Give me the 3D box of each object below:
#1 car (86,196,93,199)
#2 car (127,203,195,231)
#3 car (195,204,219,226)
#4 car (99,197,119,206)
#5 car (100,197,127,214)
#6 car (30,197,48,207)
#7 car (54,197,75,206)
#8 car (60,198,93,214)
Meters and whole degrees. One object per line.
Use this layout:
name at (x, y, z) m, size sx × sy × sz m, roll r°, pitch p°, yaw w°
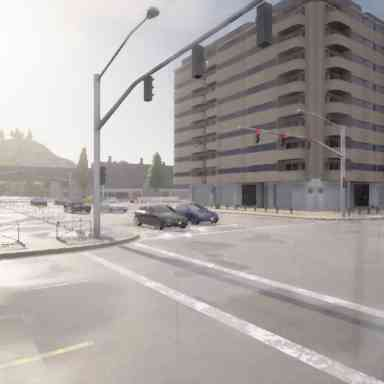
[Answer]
car at (-19.709, 1.533, 64.778) m, size 1.882 × 1.535 × 5.008 m, roll 0°, pitch 0°, yaw -35°
car at (-2.111, 1.560, 21.441) m, size 1.837 × 1.490 × 4.892 m, roll 0°, pitch 0°, yaw -35°
car at (0.002, 1.581, 24.559) m, size 1.812 × 1.442 × 4.674 m, roll 0°, pitch 0°, yaw -36°
car at (-14.309, 1.581, 57.155) m, size 1.812 × 1.442 × 4.674 m, roll 0°, pitch 0°, yaw -35°
car at (-8.750, 1.581, 36.882) m, size 1.812 × 1.442 × 4.674 m, roll 0°, pitch 0°, yaw -36°
car at (-24.580, 1.537, 53.314) m, size 1.882 × 1.535 × 5.008 m, roll 0°, pitch 0°, yaw -35°
car at (-21.287, 1.563, 54.704) m, size 1.837 × 1.490 × 4.892 m, roll 0°, pitch 0°, yaw -35°
car at (-12.463, 1.656, 36.051) m, size 1.895 × 1.301 × 4.718 m, roll 0°, pitch 0°, yaw -35°
